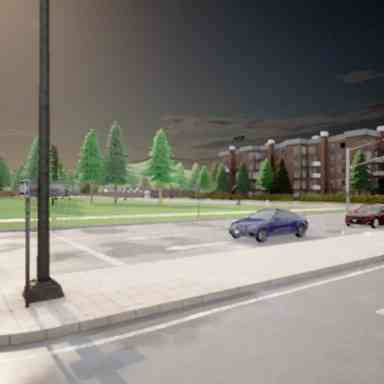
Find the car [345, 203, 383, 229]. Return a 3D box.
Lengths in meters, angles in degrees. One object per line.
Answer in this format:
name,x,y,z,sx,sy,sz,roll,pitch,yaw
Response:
car,12.379,1.556,22.592,5.008,1.535,1.882,0,0,-35

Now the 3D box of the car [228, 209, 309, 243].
car,3.938,1.569,16.601,4.674,1.442,1.812,0,0,-36
